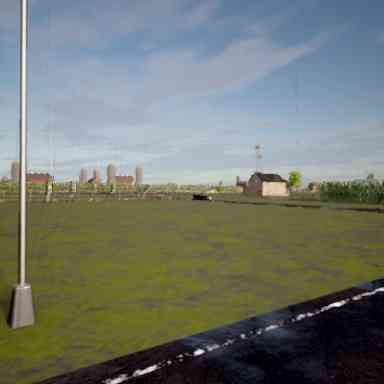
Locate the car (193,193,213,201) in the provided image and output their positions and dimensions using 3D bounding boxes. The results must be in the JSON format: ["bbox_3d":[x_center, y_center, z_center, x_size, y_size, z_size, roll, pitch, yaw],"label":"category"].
[{"bbox_3d":[2.078,0.960,64.690,2.128,1.511,4.902,0,1,-36],"label":"car"}]
